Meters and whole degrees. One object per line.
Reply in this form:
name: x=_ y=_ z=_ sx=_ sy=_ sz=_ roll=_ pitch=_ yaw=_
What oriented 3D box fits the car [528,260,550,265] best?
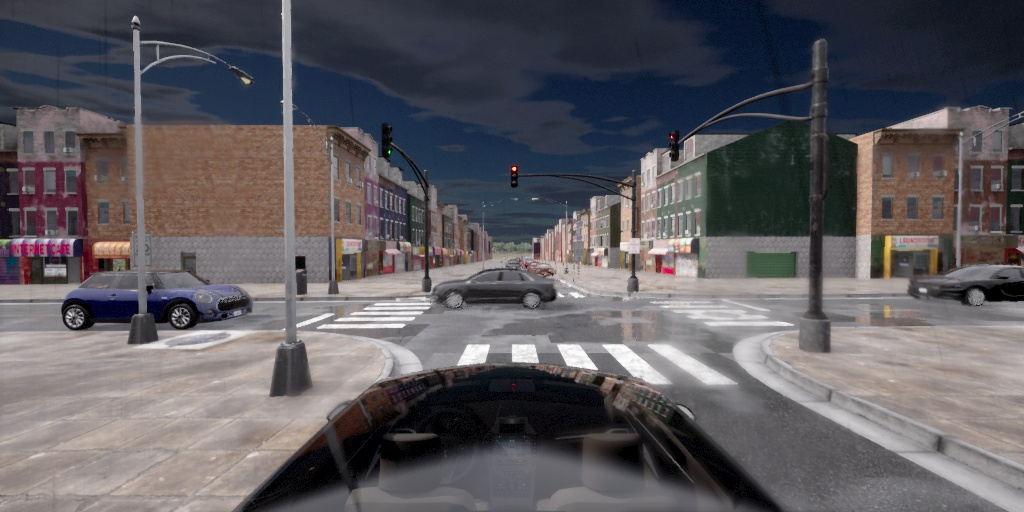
car: x=2.700 y=1.291 z=31.640 sx=1.888 sy=1.381 sz=4.507 roll=0 pitch=0 yaw=0

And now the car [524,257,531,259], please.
car: x=2.746 y=1.291 z=53.770 sx=1.888 sy=1.381 sz=4.507 roll=0 pitch=0 yaw=0

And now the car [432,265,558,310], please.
car: x=-0.658 y=1.251 z=14.126 sx=4.892 sy=1.490 sz=1.837 roll=0 pitch=0 yaw=0

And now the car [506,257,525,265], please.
car: x=0.189 y=1.237 z=46.050 sx=2.128 sy=1.511 sz=4.902 roll=0 pitch=0 yaw=0

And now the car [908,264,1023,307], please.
car: x=18.640 y=1.085 z=14.051 sx=5.008 sy=1.535 sz=1.882 roll=0 pitch=1 yaw=0

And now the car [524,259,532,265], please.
car: x=2.723 y=1.328 z=42.705 sx=1.802 sy=1.307 sz=4.207 roll=0 pitch=0 yaw=0

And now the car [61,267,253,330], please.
car: x=-10.791 y=1.202 z=11.170 sx=4.553 sy=1.767 sz=2.097 roll=0 pitch=1 yaw=0
